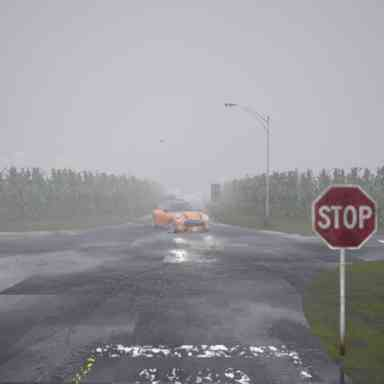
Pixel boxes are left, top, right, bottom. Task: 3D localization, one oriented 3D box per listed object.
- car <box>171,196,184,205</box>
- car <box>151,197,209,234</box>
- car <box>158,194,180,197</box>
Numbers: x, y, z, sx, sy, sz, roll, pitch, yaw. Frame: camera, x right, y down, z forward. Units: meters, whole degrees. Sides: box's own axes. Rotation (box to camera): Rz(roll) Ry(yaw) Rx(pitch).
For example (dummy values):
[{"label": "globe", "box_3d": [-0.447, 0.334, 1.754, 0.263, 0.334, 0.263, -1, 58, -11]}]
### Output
[{"label": "car", "box_3d": [-2.551, 1.469, 60.097, 2.128, 1.511, 4.902, 0, 0, 1]}, {"label": "car", "box_3d": [-0.778, 1.353, 19.261, 2.097, 1.767, 4.553, 0, 0, -25]}, {"label": "car", "box_3d": [-2.716, 1.215, 35.786, 2.150, 2.045, 5.566, 0, 0, 0]}]
